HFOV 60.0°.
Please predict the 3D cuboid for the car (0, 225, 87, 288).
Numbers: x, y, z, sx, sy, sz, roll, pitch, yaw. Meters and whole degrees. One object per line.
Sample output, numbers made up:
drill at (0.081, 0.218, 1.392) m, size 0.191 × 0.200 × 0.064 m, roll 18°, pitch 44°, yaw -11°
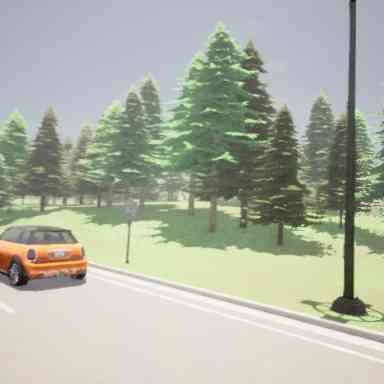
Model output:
car at (-5.462, 1.890, 11.188) m, size 4.553 × 1.767 × 2.097 m, roll -1°, pitch -5°, yaw 42°
